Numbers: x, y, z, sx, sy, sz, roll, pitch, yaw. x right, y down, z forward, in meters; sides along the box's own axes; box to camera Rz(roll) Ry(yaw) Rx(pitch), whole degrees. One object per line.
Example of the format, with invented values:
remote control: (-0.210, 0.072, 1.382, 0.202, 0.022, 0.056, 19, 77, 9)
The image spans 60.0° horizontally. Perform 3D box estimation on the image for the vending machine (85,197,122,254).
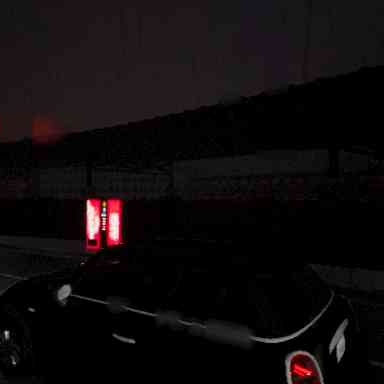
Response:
vending machine: (-3.442, 1.263, 13.003, 0.880, 2.100, 1.100, 0, -1, 30)

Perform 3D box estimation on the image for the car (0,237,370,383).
car: (-0.473, 1.356, 4.051, 4.553, 1.767, 2.097, 0, 0, 35)
